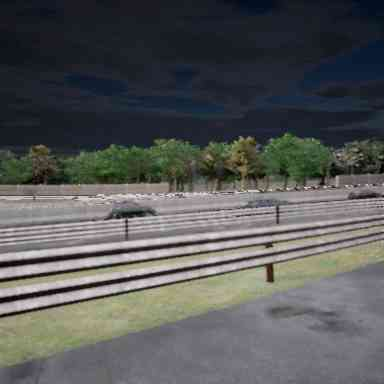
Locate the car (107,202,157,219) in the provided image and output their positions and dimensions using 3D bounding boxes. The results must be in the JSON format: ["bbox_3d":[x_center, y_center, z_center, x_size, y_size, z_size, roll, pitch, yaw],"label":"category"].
[{"bbox_3d":[-5.700,1.682,31.456,4.553,1.767,2.097,-3,2,-20],"label":"car"}]

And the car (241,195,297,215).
[{"bbox_3d":[7.511,1.186,32.467,4.902,1.511,2.128,-3,2,-20],"label":"car"}]

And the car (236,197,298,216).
[{"bbox_3d":[6.286,1.400,28.311,5.357,1.411,2.033,-3,2,-20],"label":"car"}]

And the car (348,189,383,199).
[{"bbox_3d":[21.498,0.338,41.189,4.674,1.442,1.812,-3,2,-20],"label":"car"}]
